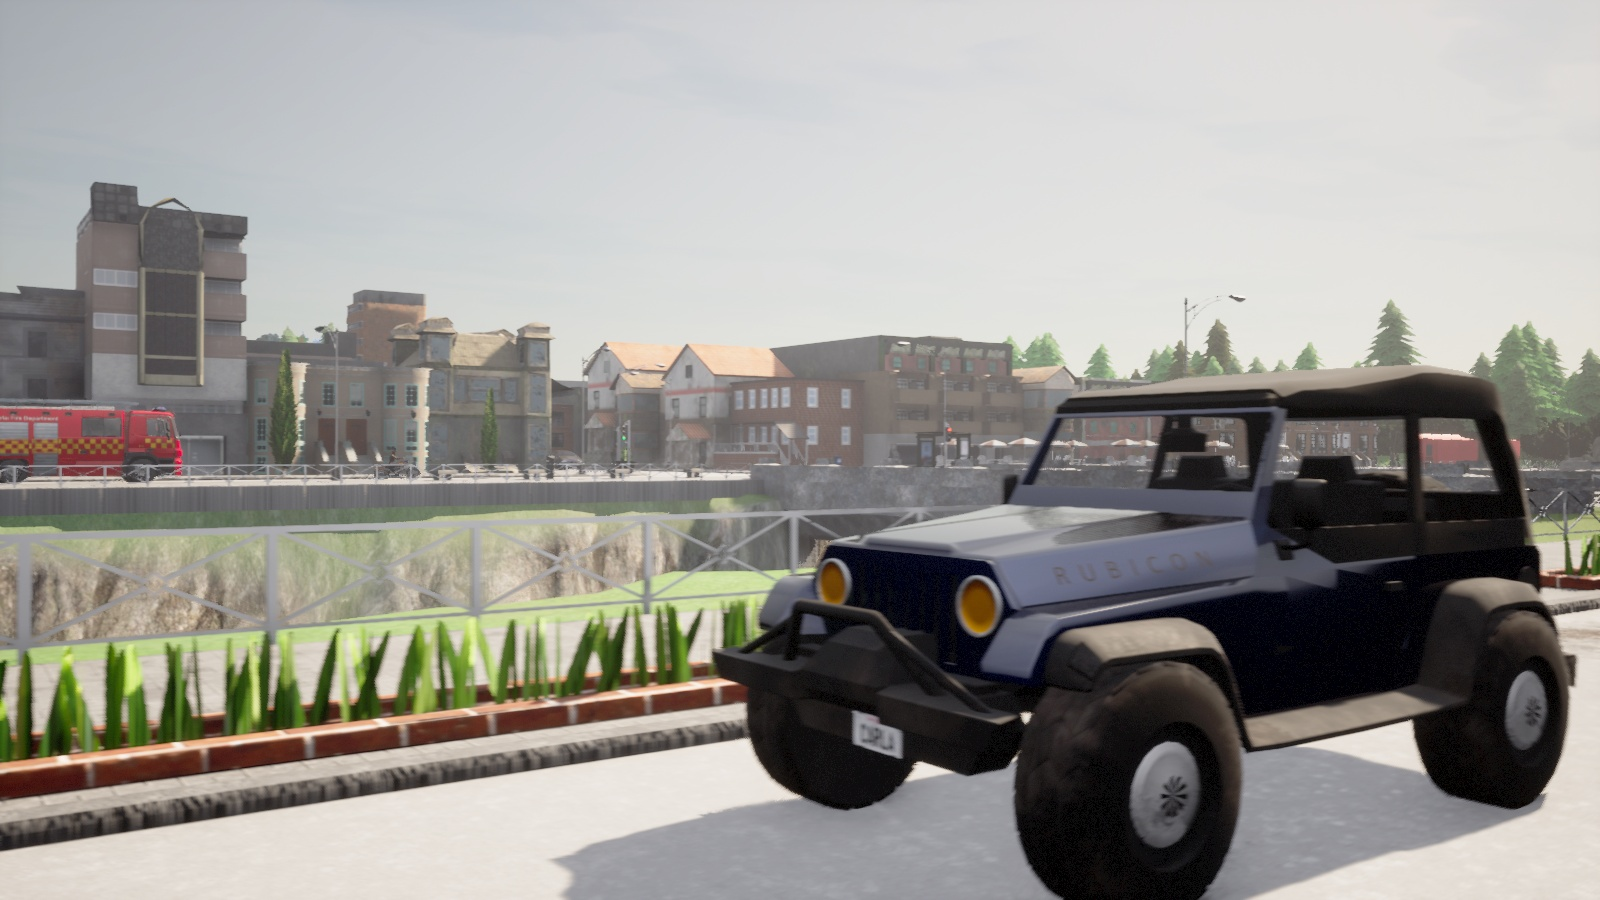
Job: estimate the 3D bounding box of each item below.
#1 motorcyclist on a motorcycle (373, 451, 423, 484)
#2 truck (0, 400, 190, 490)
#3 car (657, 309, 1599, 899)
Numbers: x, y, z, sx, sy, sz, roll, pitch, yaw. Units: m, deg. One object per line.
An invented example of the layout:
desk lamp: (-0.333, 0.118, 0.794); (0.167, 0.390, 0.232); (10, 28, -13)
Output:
motorcyclist on a motorcycle: (-20.807, 0.899, 64.986); (2.350, 1.649, 0.766); (0, 0, -35)
truck: (-32.513, -0.212, 56.834); (8.468, 3.827, 2.891); (0, 0, -35)
car: (1.560, 0.551, 5.355); (3.866, 1.878, 1.905); (0, 0, -35)
